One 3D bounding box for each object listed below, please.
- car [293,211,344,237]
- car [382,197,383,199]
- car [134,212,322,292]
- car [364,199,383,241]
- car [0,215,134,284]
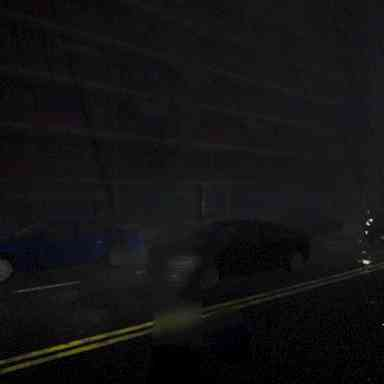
[{"bbox_3d":[5.356,1.607,16.381,4.718,1.301,1.895,0,0,-35],"label":"car"},{"bbox_3d":[13.998,1.231,22.486,5.566,2.045,2.150,0,0,-35],"label":"car"},{"bbox_3d":[1.173,1.480,9.109,5.008,1.535,1.882,0,0,-35],"label":"car"},{"bbox_3d":[9.932,1.359,15.330,4.553,1.767,2.097,0,0,-35],"label":"car"},{"bbox_3d":[-3.904,1.479,9.792,5.008,1.535,1.882,0,0,-35],"label":"car"}]
